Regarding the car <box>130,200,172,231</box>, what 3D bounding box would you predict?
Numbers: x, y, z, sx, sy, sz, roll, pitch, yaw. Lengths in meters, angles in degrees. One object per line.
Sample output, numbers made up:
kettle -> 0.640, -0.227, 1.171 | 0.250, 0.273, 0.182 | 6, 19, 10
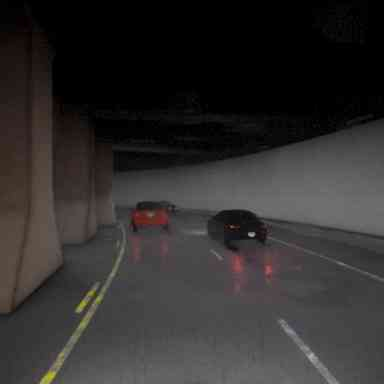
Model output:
car -> -2.833, 1.364, 21.167 | 2.097, 1.767, 4.553 | 0, 0, -13

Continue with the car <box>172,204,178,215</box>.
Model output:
car -> -3.096, 1.562, 32.865 | 2.033, 1.411, 5.357 | 0, 0, -25

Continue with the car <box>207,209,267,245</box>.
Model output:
car -> 1.977, 1.518, 15.462 | 1.812, 1.442, 4.674 | 0, 0, -10
